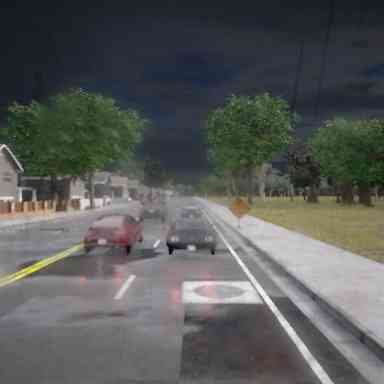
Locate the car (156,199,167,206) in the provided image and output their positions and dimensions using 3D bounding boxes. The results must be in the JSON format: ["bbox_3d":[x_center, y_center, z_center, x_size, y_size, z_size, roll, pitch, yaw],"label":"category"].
[{"bbox_3d":[-6.533,2.260,70.936,1.895,1.301,4.718,0,-1,0],"label":"car"}]

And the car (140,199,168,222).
[{"bbox_3d":[-3.262,1.623,29.079,2.097,1.767,4.553,0,-1,0],"label":"car"}]

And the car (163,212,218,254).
[{"bbox_3d":[-0.005,1.734,14.111,1.895,1.301,4.718,0,0,0],"label":"car"}]

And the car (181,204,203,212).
[{"bbox_3d":[-0.010,1.802,29.371,1.812,1.442,4.674,0,0,0],"label":"car"}]

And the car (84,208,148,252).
[{"bbox_3d":[-3.253,1.662,14.393,1.812,1.442,4.674,0,0,0],"label":"car"}]

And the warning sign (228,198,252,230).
[{"bbox_3d":[2.840,1.302,19.851,1.300,1.860,1.060,0,-1,0],"label":"warning sign"}]

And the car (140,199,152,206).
[{"bbox_3d":[-9.783,2.218,70.965,1.994,1.385,4.181,0,-1,0],"label":"car"}]
